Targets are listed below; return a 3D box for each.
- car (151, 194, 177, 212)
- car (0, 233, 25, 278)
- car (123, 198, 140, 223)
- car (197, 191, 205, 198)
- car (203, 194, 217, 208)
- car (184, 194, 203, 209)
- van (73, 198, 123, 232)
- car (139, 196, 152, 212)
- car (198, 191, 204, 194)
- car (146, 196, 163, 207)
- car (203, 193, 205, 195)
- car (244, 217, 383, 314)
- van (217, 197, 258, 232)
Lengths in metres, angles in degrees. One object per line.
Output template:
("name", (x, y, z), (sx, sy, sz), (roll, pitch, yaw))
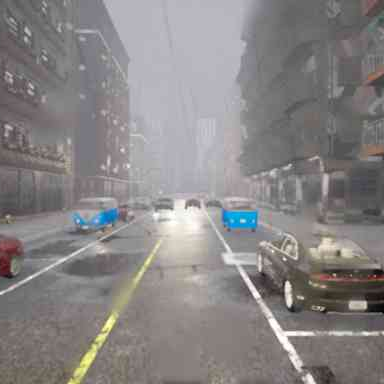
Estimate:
("car", (-2.827, 1.252, 35.243), (1.882, 1.535, 5.008), (0, 0, 0))
("car", (-5.285, 1.533, 7.309), (1.802, 1.307, 4.206), (1, 0, 0))
("car", (-5.273, 1.387, 24.322), (1.887, 1.381, 4.507), (1, 0, 0))
("car", (2.610, 0.747, 95.032), (2.192, 1.841, 5.009), (1, 0, 0))
("car", (2.574, 1.302, 41.362), (1.947, 1.339, 4.313), (1, 0, 0))
("car", (0.098, 1.267, 40.548), (1.812, 1.442, 4.674), (0, 1, 0))
("van", (-5.271, 1.220, 18.649), (1.690, 1.788, 3.998), (1, 0, 0))
("car", (-5.273, 1.323, 35.663), (2.008, 1.369, 4.403), (1, 0, 0))
("car", (2.705, 1.029, 85.088), (1.887, 1.381, 4.507), (1, 0, 0))
("car", (-5.273, 1.248, 47.005), (1.887, 1.381, 4.507), (1, 0, 0))
("car", (2.574, 1.247, 47.033), (1.887, 1.381, 4.507), (1, 0, 0))
("car", (2.573, 1.502, 7.337), (2.008, 1.369, 4.403), (1, 0, 0))
("van", (2.576, 1.219, 18.677), (1.690, 1.788, 3.998), (1, 0, 0))
